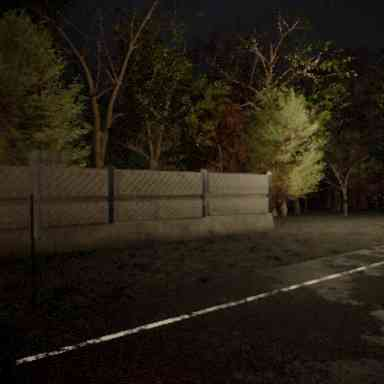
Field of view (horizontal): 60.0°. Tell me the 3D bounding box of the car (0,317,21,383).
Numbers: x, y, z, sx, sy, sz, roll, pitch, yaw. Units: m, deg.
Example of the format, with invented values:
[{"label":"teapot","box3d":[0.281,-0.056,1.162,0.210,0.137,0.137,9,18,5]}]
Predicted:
[{"label":"car","box3d":[-3.518,1.514,1.475,4.892,1.490,1.837,0,1,-36]}]
